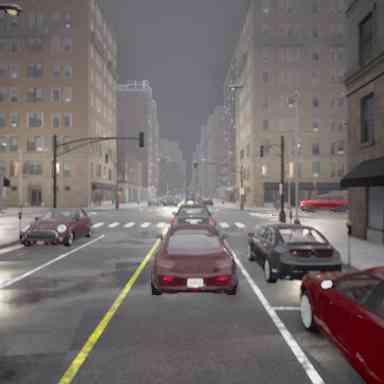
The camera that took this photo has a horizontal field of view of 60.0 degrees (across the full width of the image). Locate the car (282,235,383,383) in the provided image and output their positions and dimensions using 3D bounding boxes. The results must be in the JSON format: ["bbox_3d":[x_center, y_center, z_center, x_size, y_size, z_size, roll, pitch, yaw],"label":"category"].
[{"bbox_3d":[2.668,1.546,3.916,1.887,1.381,4.507,0,0,0],"label":"car"}]

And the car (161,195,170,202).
[{"bbox_3d":[-6.416,1.574,80.778,1.967,1.590,4.097,0,0,-1],"label":"car"}]

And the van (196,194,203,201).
[{"bbox_3d":[1.981,1.521,91.882,1.690,1.788,3.998,0,0,-1],"label":"van"}]

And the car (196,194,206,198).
[{"bbox_3d":[2.298,1.607,64.517,1.752,1.417,4.829,0,0,-1],"label":"car"}]

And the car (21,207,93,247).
[{"bbox_3d":[-5.881,1.448,14.878,1.967,1.590,4.097,0,0,0],"label":"car"}]

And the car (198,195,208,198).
[{"bbox_3d":[2.428,1.600,53.334,1.887,1.381,4.507,0,0,-1],"label":"car"}]

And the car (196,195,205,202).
[{"bbox_3d":[2.109,1.575,80.868,1.967,1.590,4.097,0,0,-1],"label":"car"}]

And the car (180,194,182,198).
[{"bbox_3d":[-3.423,1.652,67.150,1.994,1.385,4.181,0,0,0],"label":"car"}]

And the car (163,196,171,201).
[{"bbox_3d":[-6.480,1.738,86.285,1.802,1.307,4.206,0,0,-1],"label":"car"}]

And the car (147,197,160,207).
[{"bbox_3d":[-6.097,1.605,53.239,2.008,1.369,4.403,0,0,-1],"label":"car"}]

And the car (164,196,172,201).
[{"bbox_3d":[-6.545,1.745,91.793,1.947,1.339,4.313,0,0,-1],"label":"car"}]

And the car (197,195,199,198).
[{"bbox_3d":[2.364,1.633,58.840,1.947,1.339,4.313,0,0,-1],"label":"car"}]

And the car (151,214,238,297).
[{"bbox_3d":[0.023,1.530,8.503,1.812,1.442,4.674,0,0,-1],"label":"car"}]

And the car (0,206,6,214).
[{"bbox_3d":[-19.898,1.414,30.842,4.902,1.511,2.128,0,0,0],"label":"car"}]

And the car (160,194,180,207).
[{"bbox_3d":[-3.315,1.405,51.914,2.097,1.767,4.553,0,0,-1],"label":"car"}]

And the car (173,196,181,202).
[{"bbox_3d":[-3.578,1.655,82.178,1.812,1.442,4.674,0,0,-1],"label":"car"}]

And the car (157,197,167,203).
[{"bbox_3d":[-6.289,1.678,69.762,1.802,1.307,4.206,0,0,-1],"label":"car"}]

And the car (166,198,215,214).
[{"bbox_3d":[0.064,1.361,16.249,2.097,1.767,4.553,0,0,0],"label":"car"}]

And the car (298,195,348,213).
[{"bbox_3d":[14.984,1.352,37.821,5.566,2.045,2.150,0,0,0],"label":"car"}]

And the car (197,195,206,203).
[{"bbox_3d":[2.172,1.555,75.362,1.967,1.590,4.097,0,0,-1],"label":"car"}]

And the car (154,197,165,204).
[{"bbox_3d":[-6.225,1.625,64.254,1.887,1.381,4.507,0,0,-1],"label":"car"}]

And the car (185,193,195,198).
[{"bbox_3d":[-0.428,1.330,72.739,2.150,2.045,5.566,0,0,-1],"label":"car"}]

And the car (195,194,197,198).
[{"bbox_3d":[2.237,1.412,69.855,2.192,1.841,5.009,0,0,-1],"label":"car"}]

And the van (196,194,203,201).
[{"bbox_3d":[2.046,1.497,86.375,1.690,1.788,3.998,0,0,-1],"label":"van"}]

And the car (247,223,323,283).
[{"bbox_3d":[2.655,1.555,9.408,2.008,1.369,4.403,0,0,0],"label":"car"}]
